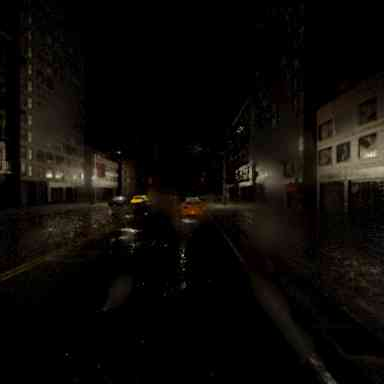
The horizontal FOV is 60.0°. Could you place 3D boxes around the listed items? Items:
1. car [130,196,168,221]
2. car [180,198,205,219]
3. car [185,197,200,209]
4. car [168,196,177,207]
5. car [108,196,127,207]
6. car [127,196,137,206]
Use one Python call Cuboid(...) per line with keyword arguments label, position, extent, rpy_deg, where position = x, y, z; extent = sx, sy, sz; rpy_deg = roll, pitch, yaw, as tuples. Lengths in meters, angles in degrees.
Cuboid(label="car", position=(-3.150, 1.328, 25.370), extent=(1.882, 1.535, 5.008), rpy_deg=(0, 1, 0))
Cuboid(label="car", position=(0.075, 1.318, 27.111), extent=(1.882, 1.535, 5.008), rpy_deg=(0, 1, 0))
Cuboid(label="car", position=(0.067, 1.355, 42.164), extent=(1.895, 1.301, 4.718), rpy_deg=(0, 0, 0))
Cuboid(label="car", position=(-3.162, 1.266, 44.555), extent=(1.812, 1.442, 4.674), rpy_deg=(0, 1, 0))
Cuboid(label="car", position=(-9.773, 1.286, 44.864), extent=(2.033, 1.411, 5.357), rpy_deg=(0, 0, 1))
Cuboid(label="car", position=(-6.548, 1.231, 42.260), extent=(1.882, 1.535, 5.008), rpy_deg=(0, 0, 1))
